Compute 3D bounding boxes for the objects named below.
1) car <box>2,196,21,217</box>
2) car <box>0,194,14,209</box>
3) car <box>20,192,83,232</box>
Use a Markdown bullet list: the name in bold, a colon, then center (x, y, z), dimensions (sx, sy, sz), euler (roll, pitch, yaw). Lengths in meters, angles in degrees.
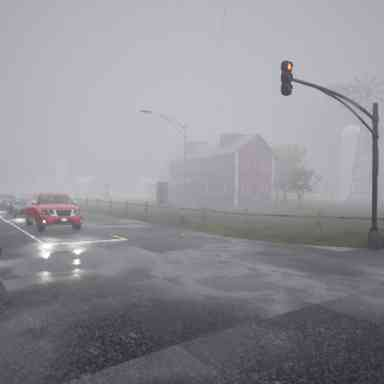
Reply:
- **car**: center (-14.116, 1.286, 27.708), dimensions (2.033, 1.411, 5.357), euler (2, -1, -36)
- **car**: center (-19.998, 0.999, 35.986), dimensions (2.097, 1.767, 4.553), euler (2, -1, -35)
- **car**: center (-8.162, 1.055, 19.363), dimensions (2.150, 2.045, 5.566), euler (2, -1, -35)
